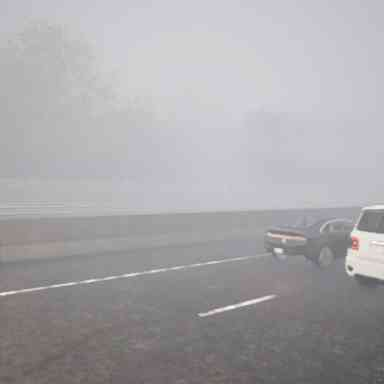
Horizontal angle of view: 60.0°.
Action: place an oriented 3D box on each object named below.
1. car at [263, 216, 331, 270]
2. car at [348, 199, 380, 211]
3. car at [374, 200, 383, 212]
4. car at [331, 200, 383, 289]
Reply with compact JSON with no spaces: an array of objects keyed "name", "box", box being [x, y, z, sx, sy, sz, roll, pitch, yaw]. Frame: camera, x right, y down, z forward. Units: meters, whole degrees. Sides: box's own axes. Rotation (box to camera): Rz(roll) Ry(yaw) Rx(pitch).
[{"name":"car","box":[4.583,1.563,11.358,4.902,1.511,2.128,0,0,-35]},{"name":"car","box":[24.330,1.841,47.063,5.008,1.535,1.882,1,0,-35]},{"name":"car","box":[26.370,1.841,44.219,5.008,1.535,1.882,1,0,-35]},{"name":"car","box":[6.072,1.290,8.133,5.566,2.045,2.150,0,0,-35]}]
